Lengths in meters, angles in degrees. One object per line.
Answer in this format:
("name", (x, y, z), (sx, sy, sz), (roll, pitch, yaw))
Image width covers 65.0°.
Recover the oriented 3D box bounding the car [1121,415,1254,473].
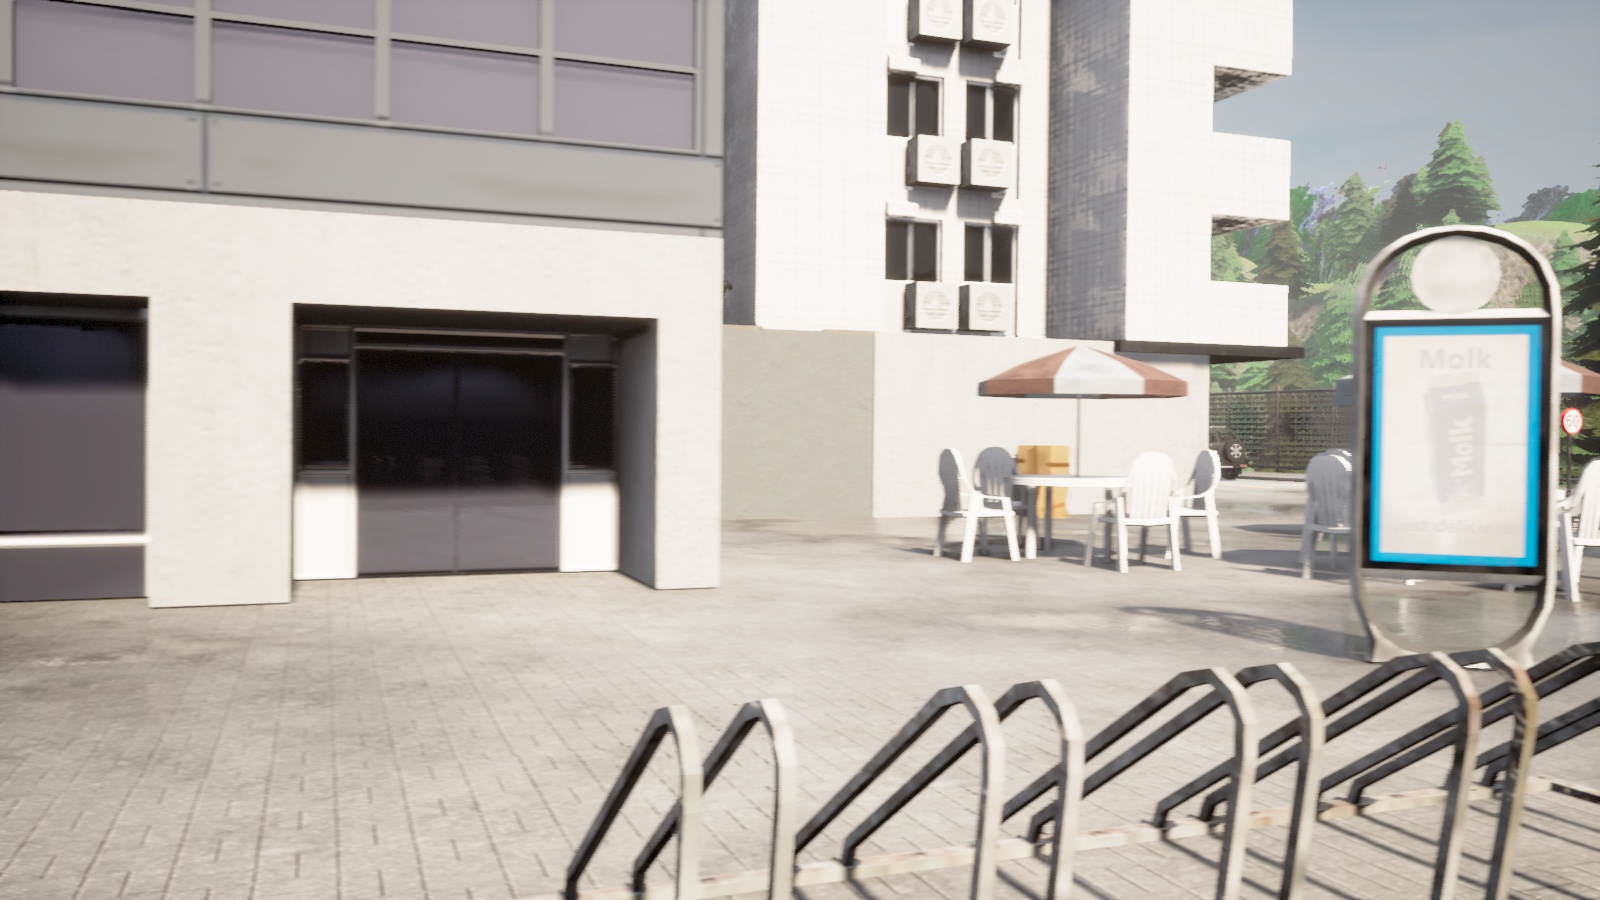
("car", (13.204, -0.229, 43.104), (1.932, 1.855, 4.605), (-1, 1, -21))
